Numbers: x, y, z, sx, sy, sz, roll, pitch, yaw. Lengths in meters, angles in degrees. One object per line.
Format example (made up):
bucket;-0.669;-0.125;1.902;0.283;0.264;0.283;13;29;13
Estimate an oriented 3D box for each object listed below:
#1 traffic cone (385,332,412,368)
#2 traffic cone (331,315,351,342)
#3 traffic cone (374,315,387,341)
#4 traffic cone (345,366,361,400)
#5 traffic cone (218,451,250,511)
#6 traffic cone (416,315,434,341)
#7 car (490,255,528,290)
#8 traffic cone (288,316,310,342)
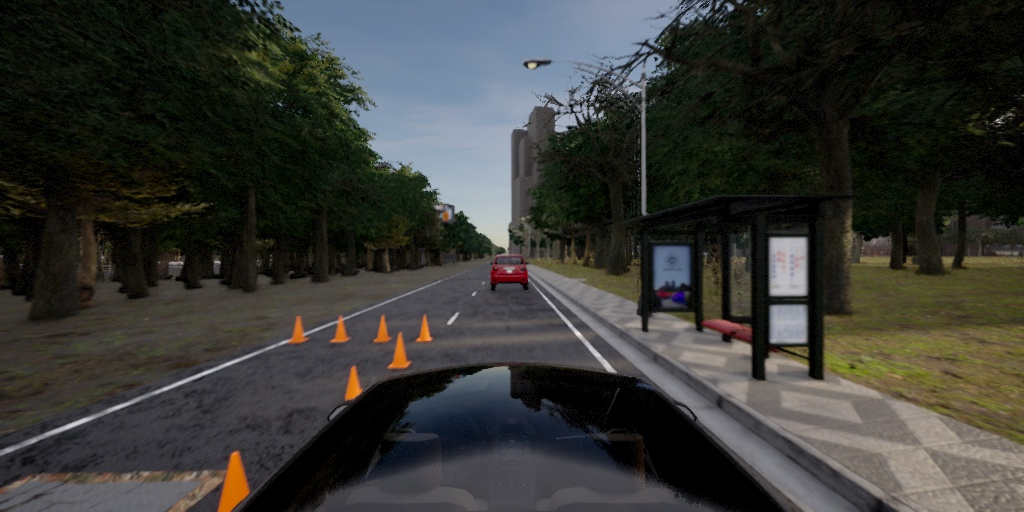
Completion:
traffic cone;-2.056;1.707;6.593;0.340;0.580;0.340;0;0;-1
traffic cone;-4.084;1.716;8.564;0.340;0.580;0.340;0;0;-1
traffic cone;-3.084;1.710;8.578;0.340;0.580;0.340;0;0;-1
traffic cone;-2.028;1.712;4.593;0.340;0.580;0.340;0;0;-1
traffic cone;-1.999;1.716;2.593;0.340;0.580;0.340;0;0;-1
traffic cone;-2.085;1.703;8.593;0.340;0.580;0.340;0;0;-1
car;-0.174;0.929;22.303;2.150;2.045;5.566;0;0;-1
traffic cone;-5.084;1.723;8.550;0.340;0.580;0.340;0;0;-1
